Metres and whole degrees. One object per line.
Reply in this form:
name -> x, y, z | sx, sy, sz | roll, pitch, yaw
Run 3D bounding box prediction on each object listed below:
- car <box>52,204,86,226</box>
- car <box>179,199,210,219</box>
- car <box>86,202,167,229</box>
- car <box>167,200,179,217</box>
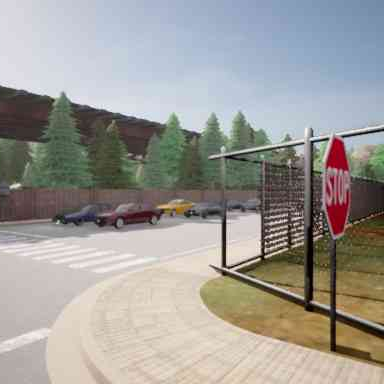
car -> -7.155, 1.542, 23.828 | 2.033, 1.411, 5.357 | 0, 0, 36
car -> 1.126, 1.559, 29.279 | 1.994, 1.385, 4.181 | 0, 0, 36
car -> -4.154, 1.473, 22.004 | 1.882, 1.535, 5.008 | 0, 0, 36
car -> -1.406, 1.472, 31.750 | 1.882, 1.535, 5.008 | 0, 0, 36
